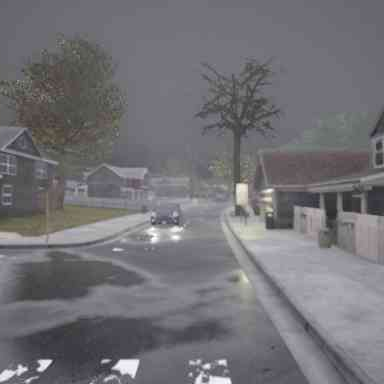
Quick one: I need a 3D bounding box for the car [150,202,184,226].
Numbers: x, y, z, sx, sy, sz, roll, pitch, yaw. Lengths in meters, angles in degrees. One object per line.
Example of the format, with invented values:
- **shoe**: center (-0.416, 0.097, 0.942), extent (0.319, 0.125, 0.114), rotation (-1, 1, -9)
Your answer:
- **car**: center (-1.842, 1.613, 25.758), extent (2.097, 1.767, 4.553), rotation (0, -1, 4)
